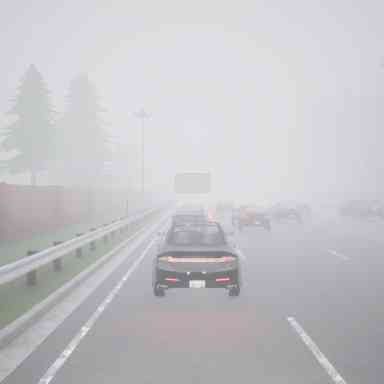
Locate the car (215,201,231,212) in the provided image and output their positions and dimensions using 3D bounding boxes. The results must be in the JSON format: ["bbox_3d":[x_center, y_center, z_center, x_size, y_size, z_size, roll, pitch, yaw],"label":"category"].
[{"bbox_3d":[3.601,1.601,36.473,1.895,1.301,4.718,0,0,0],"label":"car"}]

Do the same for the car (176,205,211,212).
[{"bbox_3d":[0.017,1.474,19.038,1.882,1.535,5.008,0,0,5],"label":"car"}]

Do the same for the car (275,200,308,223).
[{"bbox_3d":[7.097,1.526,25.777,1.812,1.442,4.674,0,0,0],"label":"car"}]

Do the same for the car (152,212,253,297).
[{"bbox_3d":[0.101,1.491,8.589,2.128,1.511,4.902,0,0,0],"label":"car"}]

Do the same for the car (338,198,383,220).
[{"bbox_3d":[14.098,1.351,27.842,2.097,1.767,4.553,0,0,0],"label":"car"}]

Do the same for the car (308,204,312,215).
[{"bbox_3d":[10.602,1.526,33.657,1.812,1.442,4.674,0,0,0],"label":"car"}]

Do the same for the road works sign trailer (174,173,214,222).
[{"bbox_3d":[0.065,0.464,22.957,2.380,3.560,2.880,0,0,-1],"label":"road works sign trailer"}]

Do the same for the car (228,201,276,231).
[{"bbox_3d":[3.601,1.525,20.657,1.812,1.442,4.674,0,0,0],"label":"car"}]
